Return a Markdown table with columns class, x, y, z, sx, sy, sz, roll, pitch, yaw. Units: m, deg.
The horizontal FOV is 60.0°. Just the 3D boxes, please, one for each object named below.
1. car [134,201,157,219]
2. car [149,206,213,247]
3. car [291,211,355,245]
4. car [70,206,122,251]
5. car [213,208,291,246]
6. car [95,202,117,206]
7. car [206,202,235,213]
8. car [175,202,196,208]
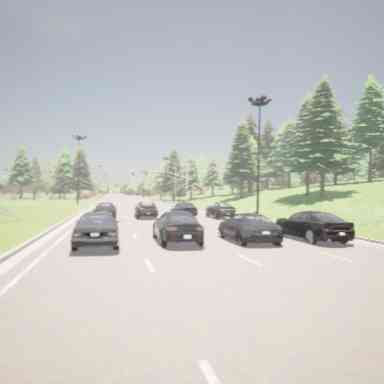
| class | x | y | z | sx | sy | sz | roll | pitch | yaw |
| --- | --- | --- | --- | --- | --- | --- | --- | --- | --- |
| car | -4.140 | 1.595 | 29.912 | 2.128 | 1.511 | 4.902 | 1 | 0 | -13 |
| car | -0.700 | 1.606 | 15.405 | 1.812 | 1.442 | 4.674 | 1 | 0 | -13 |
| car | 6.090 | 1.696 | 17.116 | 1.882 | 1.535 | 5.008 | 1 | 0 | -13 |
| car | -4.018 | 1.558 | 14.213 | 2.033 | 1.411 | 5.357 | 1 | 0 | -13 |
| car | 2.713 | 1.713 | 16.168 | 1.994 | 1.385 | 4.181 | 1 | 0 | -13 |
| car | -7.556 | 1.598 | 29.144 | 1.994 | 1.385 | 4.181 | 1 | 0 | -13 |
| car | 2.669 | 1.733 | 31.527 | 2.128 | 1.511 | 4.902 | 1 | 0 | -13 |
| car | -0.741 | 1.680 | 30.741 | 1.837 | 1.490 | 4.892 | 1 | 0 | -13 |
